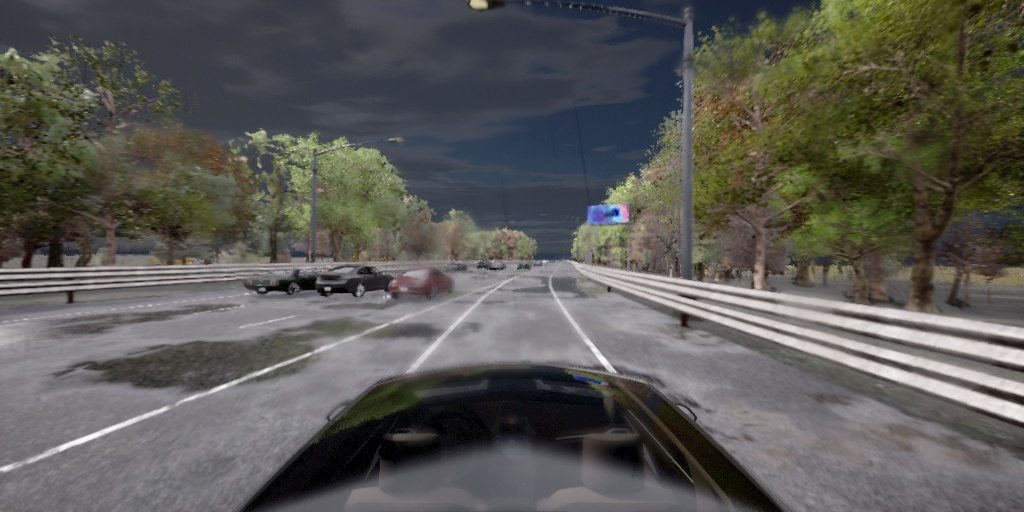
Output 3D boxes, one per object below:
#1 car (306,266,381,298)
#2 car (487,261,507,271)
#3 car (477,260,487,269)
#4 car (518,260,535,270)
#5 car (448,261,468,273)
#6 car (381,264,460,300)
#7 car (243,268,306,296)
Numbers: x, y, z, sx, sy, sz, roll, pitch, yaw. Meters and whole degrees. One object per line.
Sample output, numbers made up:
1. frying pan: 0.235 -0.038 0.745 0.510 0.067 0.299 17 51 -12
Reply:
1. car: -7.719 1.219 18.106 1.837 1.490 4.892 1 0 9
2. car: -2.109 1.545 55.382 1.994 1.385 4.181 1 0 9
3. car: -4.665 1.499 61.873 1.837 1.490 4.892 1 0 9
4. car: 2.233 1.406 60.712 2.097 1.767 4.553 1 0 9
5. car: -7.049 1.369 46.052 2.128 1.511 4.902 1 0 9
6. car: -4.266 1.274 17.531 1.812 1.442 4.674 0 0 9
7. car: -11.168 1.278 18.716 1.895 1.301 4.718 1 0 9
